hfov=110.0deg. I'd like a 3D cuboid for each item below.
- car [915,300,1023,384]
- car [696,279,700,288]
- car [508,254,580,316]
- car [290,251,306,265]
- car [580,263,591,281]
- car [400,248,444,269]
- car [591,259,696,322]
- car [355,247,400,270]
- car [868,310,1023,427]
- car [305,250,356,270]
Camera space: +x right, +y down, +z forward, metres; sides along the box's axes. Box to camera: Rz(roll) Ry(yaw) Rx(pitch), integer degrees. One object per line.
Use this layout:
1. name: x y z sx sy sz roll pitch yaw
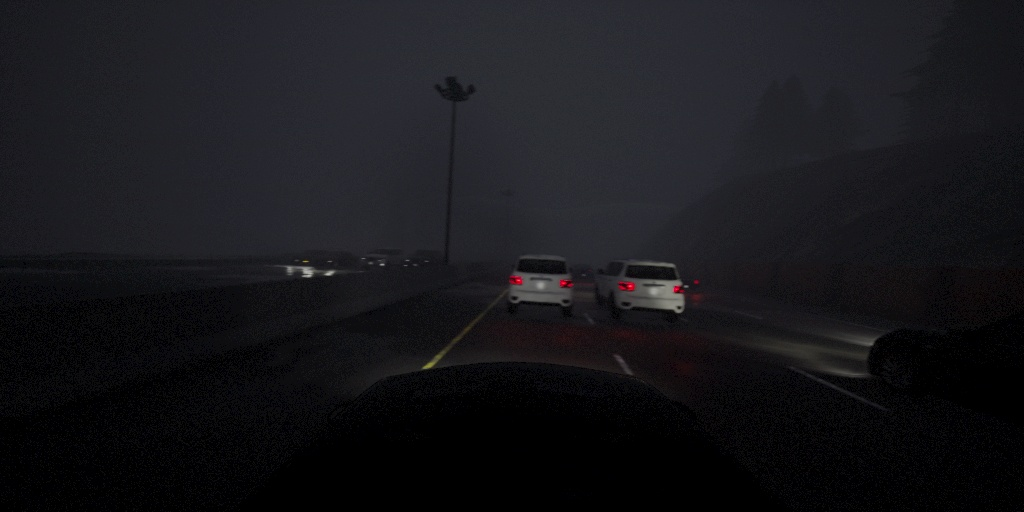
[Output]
1. car: 11.034 1.868 6.897 1.994 1.385 4.181 3 0 5
2. car: 12.832 1.904 28.165 1.895 1.301 4.718 3 0 5
3. car: 1.116 0.974 13.789 2.150 2.045 5.566 3 0 5
4. car: -18.459 0.143 33.534 1.837 1.490 4.892 3 0 5
5. car: 6.147 1.413 31.979 1.882 1.535 5.008 3 0 5
6. car: -7.956 0.411 33.124 2.150 2.045 5.566 3 0 5
7. car: 4.621 1.158 13.765 2.150 2.045 5.566 3 0 5
8. car: -11.513 0.227 32.601 2.150 2.045 5.566 3 0 5
9. car: 7.331 1.473 4.487 2.097 1.767 4.553 3 0 5
10. car: -15.161 0.300 31.116 1.882 1.535 5.008 3 0 5
